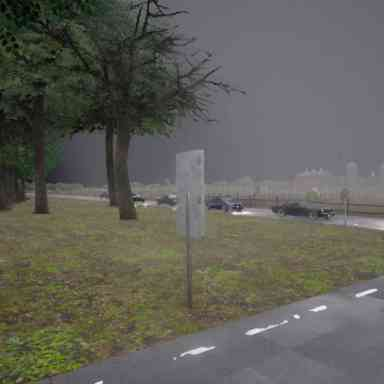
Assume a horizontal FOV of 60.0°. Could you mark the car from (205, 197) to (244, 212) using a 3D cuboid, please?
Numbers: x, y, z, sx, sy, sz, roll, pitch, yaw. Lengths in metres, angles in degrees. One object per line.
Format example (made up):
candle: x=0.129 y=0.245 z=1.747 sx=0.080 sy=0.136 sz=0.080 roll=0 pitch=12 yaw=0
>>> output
car: x=3.148 y=1.168 z=32.910 sx=1.994 sy=1.385 sz=4.181 roll=-1 pitch=2 yaw=-35

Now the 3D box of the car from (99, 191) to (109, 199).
car: x=-16.480 y=0.603 z=65.104 sx=2.033 sy=1.411 sz=5.357 roll=-1 pitch=1 yaw=-36

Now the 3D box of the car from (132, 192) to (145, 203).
car: x=-8.779 y=0.792 z=49.483 sx=1.882 sy=1.535 sz=5.008 roll=-1 pitch=1 yaw=-35

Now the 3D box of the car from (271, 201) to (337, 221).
car: x=8.484 y=1.354 z=25.502 sx=1.895 sy=1.301 sz=4.718 roll=-1 pitch=2 yaw=-36

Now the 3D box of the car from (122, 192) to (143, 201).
car: x=-10.142 y=0.752 z=56.331 sx=1.994 sy=1.385 sz=4.181 roll=-1 pitch=1 yaw=-36

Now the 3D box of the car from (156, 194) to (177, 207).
car: x=-2.719 y=0.980 z=41.045 sx=1.812 sy=1.442 sz=4.674 roll=-1 pitch=1 yaw=-36
